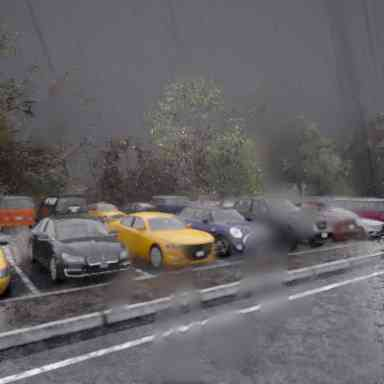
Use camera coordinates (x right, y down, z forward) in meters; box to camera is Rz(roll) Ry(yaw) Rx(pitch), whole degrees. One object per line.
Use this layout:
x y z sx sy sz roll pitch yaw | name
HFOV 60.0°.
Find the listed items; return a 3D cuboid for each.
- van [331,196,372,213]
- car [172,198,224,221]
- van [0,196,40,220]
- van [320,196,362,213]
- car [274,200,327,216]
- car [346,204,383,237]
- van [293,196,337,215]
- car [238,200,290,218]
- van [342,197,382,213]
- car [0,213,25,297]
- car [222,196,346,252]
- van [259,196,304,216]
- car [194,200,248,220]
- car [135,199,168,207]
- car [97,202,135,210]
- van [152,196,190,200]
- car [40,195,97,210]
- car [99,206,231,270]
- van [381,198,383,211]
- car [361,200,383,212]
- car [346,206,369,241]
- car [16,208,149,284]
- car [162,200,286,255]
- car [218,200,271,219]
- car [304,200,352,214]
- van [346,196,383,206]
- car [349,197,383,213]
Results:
20.612 1.608 43.165 1.878 1.987 4.442 2 -1 -35 | van
0.411 1.430 28.581 2.185 1.767 4.553 1 0 -35 | car
-11.049 1.233 20.594 1.878 1.987 4.442 0 0 -35 | van
18.385 1.536 41.290 1.878 1.987 4.442 1 -1 -35 | van
11.779 1.672 36.497 1.946 1.575 5.366 1 0 -36 | car
7.822 1.593 17.843 2.002 1.452 4.674 1 0 -35 | car
13.995 1.474 38.160 1.878 1.987 4.442 1 0 -35 | van
7.163 1.628 33.426 2.231 1.521 4.892 1 0 -35 | car
22.765 1.673 44.700 1.878 1.987 4.442 2 -1 -35 | van
-5.619 1.455 8.030 1.946 1.575 5.366 0 0 -35 | car
3.321 1.254 14.596 2.435 2.045 5.566 1 0 -35 | car
9.349 1.425 35.135 1.878 1.987 4.442 1 0 -35 | van
2.549 1.578 30.138 2.097 1.535 5.008 1 0 -35 | car
-4.115 1.508 25.385 2.231 1.521 4.892 1 0 -35 | car
-6.265 1.482 23.633 1.946 1.575 5.366 0 0 -35 | car
-1.929 1.305 27.095 1.878 1.987 4.442 1 0 -35 | van
-8.642 1.215 22.200 2.435 2.045 5.566 0 0 -35 | car
-1.218 1.467 11.402 2.097 1.535 5.008 0 0 -35 | car
31.785 1.947 51.130 1.878 1.987 4.442 2 -1 -35 | van
27.443 2.039 47.885 2.097 1.535 5.008 2 -1 -35 | car
5.546 1.559 16.254 2.163 1.488 4.792 1 0 -35 | car
-3.475 1.460 9.792 2.231 1.521 4.892 0 0 -35 | car
1.029 1.358 13.035 2.185 1.767 4.553 1 0 -35 | car
4.907 1.603 31.819 2.097 1.535 5.008 1 0 -35 | car
16.178 1.723 39.867 2.097 1.535 5.008 1 0 -35 | car
10.018 1.352 19.549 1.878 1.987 4.442 1 0 -35 | van
25.105 1.716 46.190 2.435 2.045 5.566 2 -1 -35 | car
